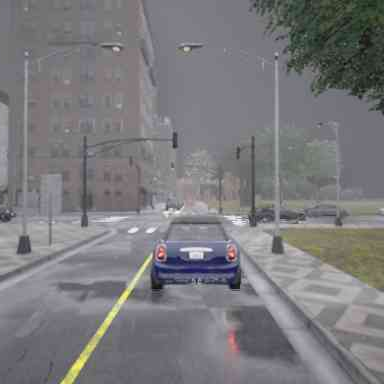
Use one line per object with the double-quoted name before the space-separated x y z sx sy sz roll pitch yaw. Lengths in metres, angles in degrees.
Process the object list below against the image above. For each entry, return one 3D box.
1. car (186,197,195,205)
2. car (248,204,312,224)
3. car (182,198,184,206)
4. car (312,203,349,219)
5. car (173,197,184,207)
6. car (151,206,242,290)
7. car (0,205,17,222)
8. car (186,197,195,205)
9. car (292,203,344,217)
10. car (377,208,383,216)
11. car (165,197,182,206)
"car" -0.416 2.352 90.924 2.150 2.045 5.566 0 -1 0
"car" 6.814 1.766 26.609 4.674 1.442 1.812 0 -3 -13
"car" -2.889 2.056 60.999 2.097 1.767 4.553 0 -1 1
"car" 13.380 1.952 33.352 4.181 1.385 1.994 0 -1 -1
"car" -2.872 2.073 71.589 2.150 2.045 5.566 0 -1 0
"car" 0.098 1.452 9.516 2.097 1.767 4.553 0 -1 0
"car" -17.115 1.450 26.603 5.566 2.045 2.150 0 -1 0
"car" -0.393 2.331 80.644 2.097 1.767 4.553 0 -1 0
"car" 13.797 1.947 36.615 4.902 1.511 2.128 0 -1 0
"car" 22.958 1.991 36.638 4.674 1.442 1.812 0 -1 0
"car" -2.945 1.798 51.204 2.150 2.045 5.566 0 -1 -2
